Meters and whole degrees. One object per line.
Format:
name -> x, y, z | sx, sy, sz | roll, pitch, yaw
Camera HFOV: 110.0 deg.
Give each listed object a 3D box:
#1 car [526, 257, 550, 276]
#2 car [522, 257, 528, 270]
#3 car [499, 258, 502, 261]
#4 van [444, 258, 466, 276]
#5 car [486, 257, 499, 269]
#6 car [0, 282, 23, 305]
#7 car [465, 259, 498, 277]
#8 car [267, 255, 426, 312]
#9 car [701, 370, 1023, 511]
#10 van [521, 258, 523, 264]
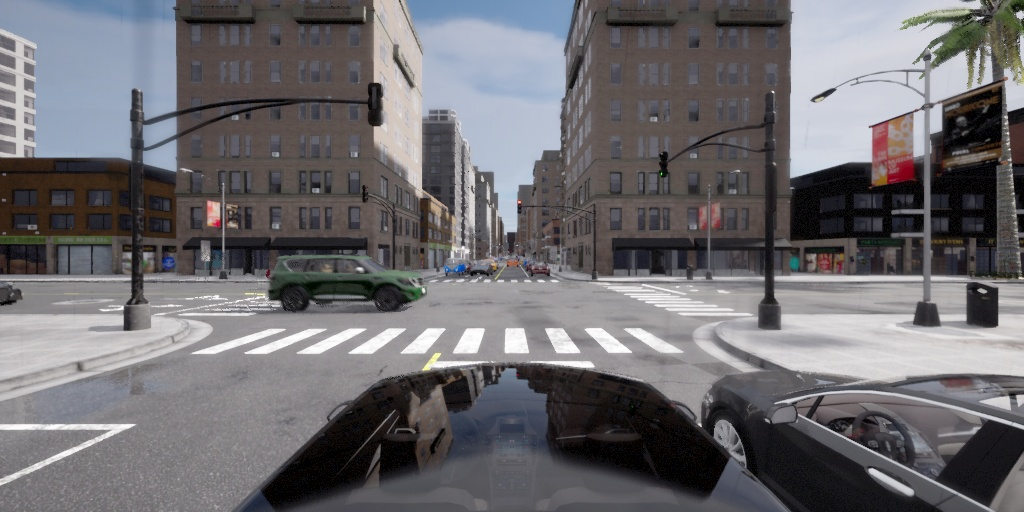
car -> 2.743, 1.192, 36.399 | 1.967, 1.591, 4.097 | 0, 0, 0
car -> 2.771, 1.193, 47.737 | 1.967, 1.591, 4.097 | 0, 0, 0
car -> -2.968, 1.354, 56.228 | 1.895, 1.301, 4.718 | 0, 0, 0
van -> -5.782, 1.093, 36.418 | 1.690, 1.789, 3.998 | 0, 0, 0
car -> -3.001, 1.231, 46.309 | 1.882, 1.535, 5.008 | 0, 0, 0
car -> -21.555, 1.286, 13.545 | 4.181, 1.385, 1.994 | 0, 0, 0
car -> -2.997, 1.300, 36.608 | 2.033, 1.411, 5.357 | 0, 0, 4
car -> -6.155, 0.970, 13.656 | 5.566, 2.045, 2.150 | 0, 0, 0
car -> 2.668, 1.300, 1.749 | 2.007, 1.370, 4.403 | 0, 0, 0
van -> 2.799, 1.094, 59.076 | 1.690, 1.789, 3.998 | 0, 0, 0
